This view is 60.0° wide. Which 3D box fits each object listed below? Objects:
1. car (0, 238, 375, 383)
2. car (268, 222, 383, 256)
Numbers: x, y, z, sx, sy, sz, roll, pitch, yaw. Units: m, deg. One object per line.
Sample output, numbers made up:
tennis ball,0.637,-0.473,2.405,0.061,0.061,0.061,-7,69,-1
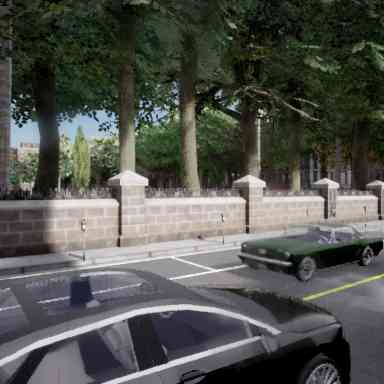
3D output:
car,-0.533,1.493,2.932,4.902,1.511,2.128,0,0,-35
car,3.603,1.599,9.819,4.718,1.301,1.895,0,0,-35
